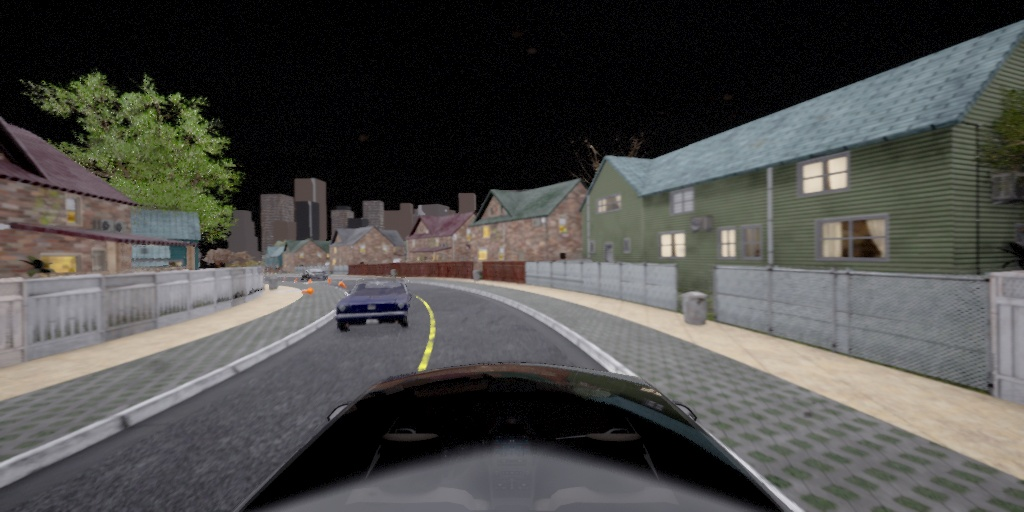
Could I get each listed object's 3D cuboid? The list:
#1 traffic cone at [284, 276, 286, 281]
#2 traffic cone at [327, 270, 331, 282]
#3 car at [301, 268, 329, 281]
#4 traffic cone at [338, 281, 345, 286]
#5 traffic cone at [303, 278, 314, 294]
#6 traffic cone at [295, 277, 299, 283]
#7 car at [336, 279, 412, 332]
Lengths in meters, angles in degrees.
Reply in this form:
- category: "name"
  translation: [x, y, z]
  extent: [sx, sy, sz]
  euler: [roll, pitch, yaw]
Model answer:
- category: "traffic cone"
  translation: [-25.907, 2.623, 40.859]
  extent: [0.340, 0.580, 0.340]
  euler: [0, 0, -44]
- category: "traffic cone"
  translation: [-14.835, 1.573, 29.156]
  extent: [0.340, 0.580, 0.340]
  euler: [0, 0, -33]
- category: "car"
  translation: [-21.941, 2.059, 39.867]
  extent: [1.812, 1.442, 4.674]
  euler: [-1, -1, -44]
- category: "traffic cone"
  translation: [-11.053, 1.459, 23.058]
  extent: [0.340, 0.580, 0.340]
  euler: [0, 0, -39]
- category: "traffic cone"
  translation: [-10.536, 1.548, 18.766]
  extent: [0.340, 0.580, 0.340]
  euler: [0, 0, 16]
- category: "traffic cone"
  translation: [-22.423, 2.478, 37.275]
  extent: [0.340, 0.580, 0.340]
  euler: [0, 0, -44]
- category: "car"
  translation: [-4.188, 1.420, 11.451]
  extent: [1.895, 1.301, 4.718]
  euler: [-1, 0, -15]
